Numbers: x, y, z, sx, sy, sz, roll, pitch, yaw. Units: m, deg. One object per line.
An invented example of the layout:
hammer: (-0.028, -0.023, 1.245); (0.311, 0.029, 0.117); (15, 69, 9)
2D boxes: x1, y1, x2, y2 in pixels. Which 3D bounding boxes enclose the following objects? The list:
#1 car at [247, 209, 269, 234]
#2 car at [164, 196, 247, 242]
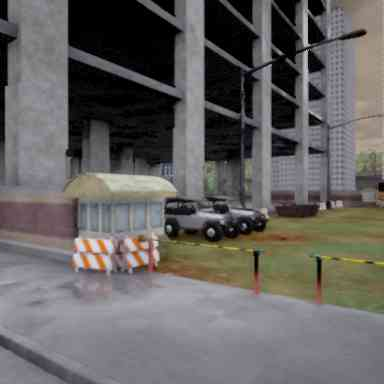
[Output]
car: (1.994, 1.182, 17.823); (3.866, 1.878, 1.905); (0, 0, 36)
car: (0.273, 1.182, 15.438); (3.866, 1.878, 1.905); (0, 0, 36)
